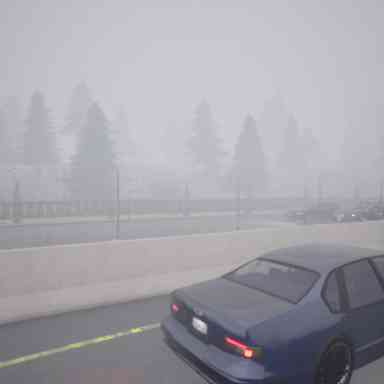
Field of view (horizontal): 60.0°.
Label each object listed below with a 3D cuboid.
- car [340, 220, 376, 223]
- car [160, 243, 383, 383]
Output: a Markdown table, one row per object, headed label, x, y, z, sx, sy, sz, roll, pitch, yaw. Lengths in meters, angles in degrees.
| label | x | y | z | sx | sy | sz | roll | pitch | yaw |
| --- | --- | --- | --- | --- | --- | --- | --- | --- | --- |
| car | 11.481 | 1.419 | 21.815 | 4.902 | 1.511 | 2.128 | 0 | 0 | -23 |
| car | 2.211 | 1.530 | 5.043 | 5.357 | 1.411 | 2.033 | 0 | 0 | -32 |
